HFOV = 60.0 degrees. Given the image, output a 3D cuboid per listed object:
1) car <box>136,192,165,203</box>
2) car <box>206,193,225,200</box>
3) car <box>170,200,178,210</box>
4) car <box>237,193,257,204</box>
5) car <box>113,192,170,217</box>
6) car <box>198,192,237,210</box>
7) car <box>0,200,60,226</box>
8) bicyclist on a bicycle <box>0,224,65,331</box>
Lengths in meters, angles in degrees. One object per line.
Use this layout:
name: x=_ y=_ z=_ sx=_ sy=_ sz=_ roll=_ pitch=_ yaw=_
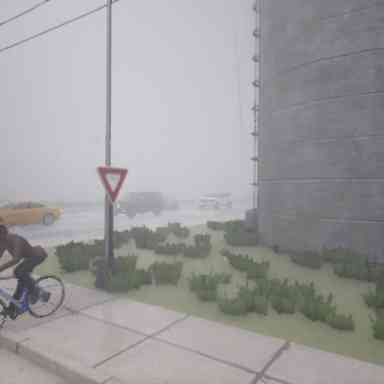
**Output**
car: x=-6.987 y=0.879 z=55.934 sx=4.605 sy=1.855 sz=1.932 roll=1 pitch=0 yaw=34
car: x=5.270 y=1.086 z=74.779 sx=3.905 sy=1.438 sz=1.784 roll=1 pitch=0 yaw=34
car: x=-3.675 y=1.205 z=36.932 sx=4.611 sy=1.667 sz=2.242 roll=1 pitch=0 yaw=34
car: x=9.689 y=1.037 z=57.115 sx=3.866 sy=1.878 sz=1.905 roll=1 pitch=0 yaw=34
car: x=-4.579 y=0.995 z=28.020 sx=2.150 sy=2.045 sz=5.566 roll=1 pitch=0 yaw=33
car: x=2.879 y=0.993 z=39.412 sx=2.150 sy=2.045 sz=5.566 roll=1 pitch=1 yaw=33
car: x=-10.202 y=1.253 z=19.427 sx=1.882 sy=1.535 sz=5.008 roll=1 pitch=0 yaw=33
bicyclist on a bicycle: x=-2.652 y=1.272 z=4.965 sx=0.582 sy=1.620 sz=1.656 roll=1 pitch=5 yaw=34
